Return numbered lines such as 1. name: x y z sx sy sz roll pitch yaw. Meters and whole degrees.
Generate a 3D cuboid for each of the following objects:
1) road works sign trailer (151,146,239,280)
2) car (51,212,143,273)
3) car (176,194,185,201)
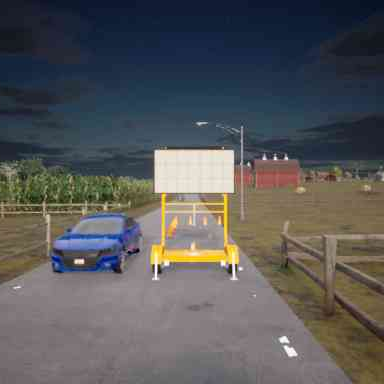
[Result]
1. road works sign trailer: 0.068 0.459 9.893 2.380 3.560 2.880 0 0 0
2. car: -2.817 1.471 10.815 1.882 1.535 5.008 0 0 0
3. car: -2.527 1.304 74.684 2.128 1.511 4.902 0 1 0
